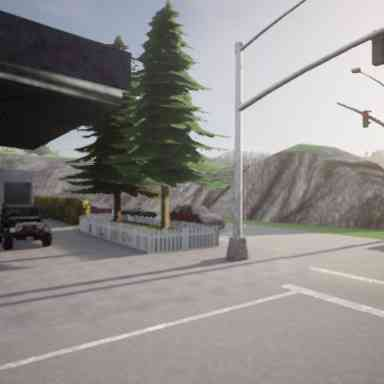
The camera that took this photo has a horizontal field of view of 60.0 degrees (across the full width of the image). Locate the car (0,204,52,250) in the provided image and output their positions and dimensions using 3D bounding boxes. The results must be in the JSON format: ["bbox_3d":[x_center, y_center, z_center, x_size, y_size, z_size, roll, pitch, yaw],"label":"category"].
[{"bbox_3d":[-8.009,1.551,15.784,1.905,1.878,3.866,1,0,-36],"label":"car"}]

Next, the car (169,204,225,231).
[{"bbox_3d":[0.256,1.710,23.029,2.097,1.767,4.553,1,0,-35],"label":"car"}]

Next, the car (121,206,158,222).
[{"bbox_3d":[-4.968,1.968,30.478,1.895,1.301,4.718,1,0,-35],"label":"car"}]

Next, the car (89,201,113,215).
[{"bbox_3d":[-10.898,1.855,38.956,1.882,1.535,5.008,1,-1,-35],"label":"car"}]
